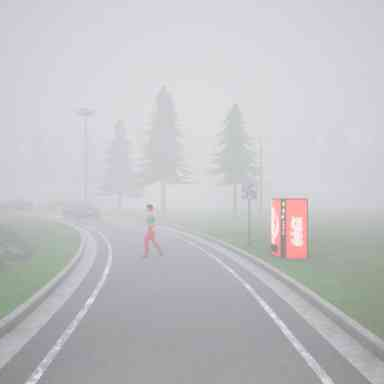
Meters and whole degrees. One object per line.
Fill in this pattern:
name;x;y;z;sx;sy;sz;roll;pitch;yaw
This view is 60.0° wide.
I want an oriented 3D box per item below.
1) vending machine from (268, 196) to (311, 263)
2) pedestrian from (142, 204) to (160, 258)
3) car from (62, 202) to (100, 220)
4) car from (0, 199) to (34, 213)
vending machine;3.208;1.195;11.024;1.100;2.100;0.880;0;0;-10
pedestrian;-1.383;1.293;11.205;0.375;1.860;0.375;0;0;-12
car;-9.408;1.562;28.090;1.994;1.385;4.181;0;0;-40
car;-19.680;1.476;36.791;5.008;1.535;1.882;0;0;31
